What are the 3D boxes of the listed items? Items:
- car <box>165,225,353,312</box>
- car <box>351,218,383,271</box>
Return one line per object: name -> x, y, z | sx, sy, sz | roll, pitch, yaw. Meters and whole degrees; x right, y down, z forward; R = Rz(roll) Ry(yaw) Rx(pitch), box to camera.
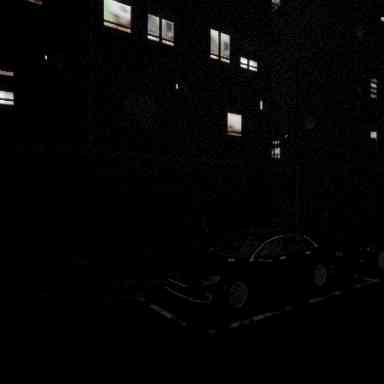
car -> 1.478, 1.549, 7.612 | 4.403, 1.369, 2.008 | 0, 0, -36
car -> 6.066, 1.541, 10.885 | 4.507, 1.381, 1.887 | 0, 0, -36
